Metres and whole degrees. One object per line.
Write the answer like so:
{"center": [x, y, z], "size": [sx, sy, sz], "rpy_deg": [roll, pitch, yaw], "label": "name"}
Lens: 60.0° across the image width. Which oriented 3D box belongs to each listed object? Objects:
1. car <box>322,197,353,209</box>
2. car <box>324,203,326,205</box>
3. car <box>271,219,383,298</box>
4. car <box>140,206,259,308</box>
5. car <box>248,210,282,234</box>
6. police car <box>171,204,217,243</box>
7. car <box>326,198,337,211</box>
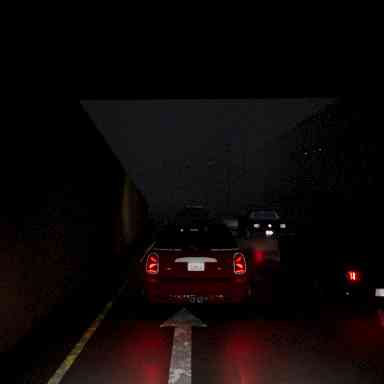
{"center": [17.553, 1.295, 39.987], "size": [1.853, 1.218, 4.536], "rpy_deg": [0, 0, 45], "label": "car"}
{"center": [17.516, 1.453, 39.950], "size": [2.038, 1.542, 4.974], "rpy_deg": [0, 0, 45], "label": "car"}
{"center": [3.603, 1.601, 8.471], "size": [1.895, 1.301, 4.718], "rpy_deg": [0, 0, 0], "label": "car"}
{"center": [0.079, 1.352, 8.055], "size": [2.097, 1.767, 4.553], "rpy_deg": [0, 0, 0], "label": "car"}
{"center": [3.591, 1.601, 17.628], "size": [1.895, 1.301, 4.718], "rpy_deg": [0, 0, 0], "label": "car"}
{"center": [0.087, 1.504, 17.180], "size": [2.038, 1.542, 4.974], "rpy_deg": [0, 0, 0], "label": "police car"}
{"center": [17.414, 1.453, 35.343], "size": [2.038, 1.542, 4.974], "rpy_deg": [0, 0, -35], "label": "car"}
